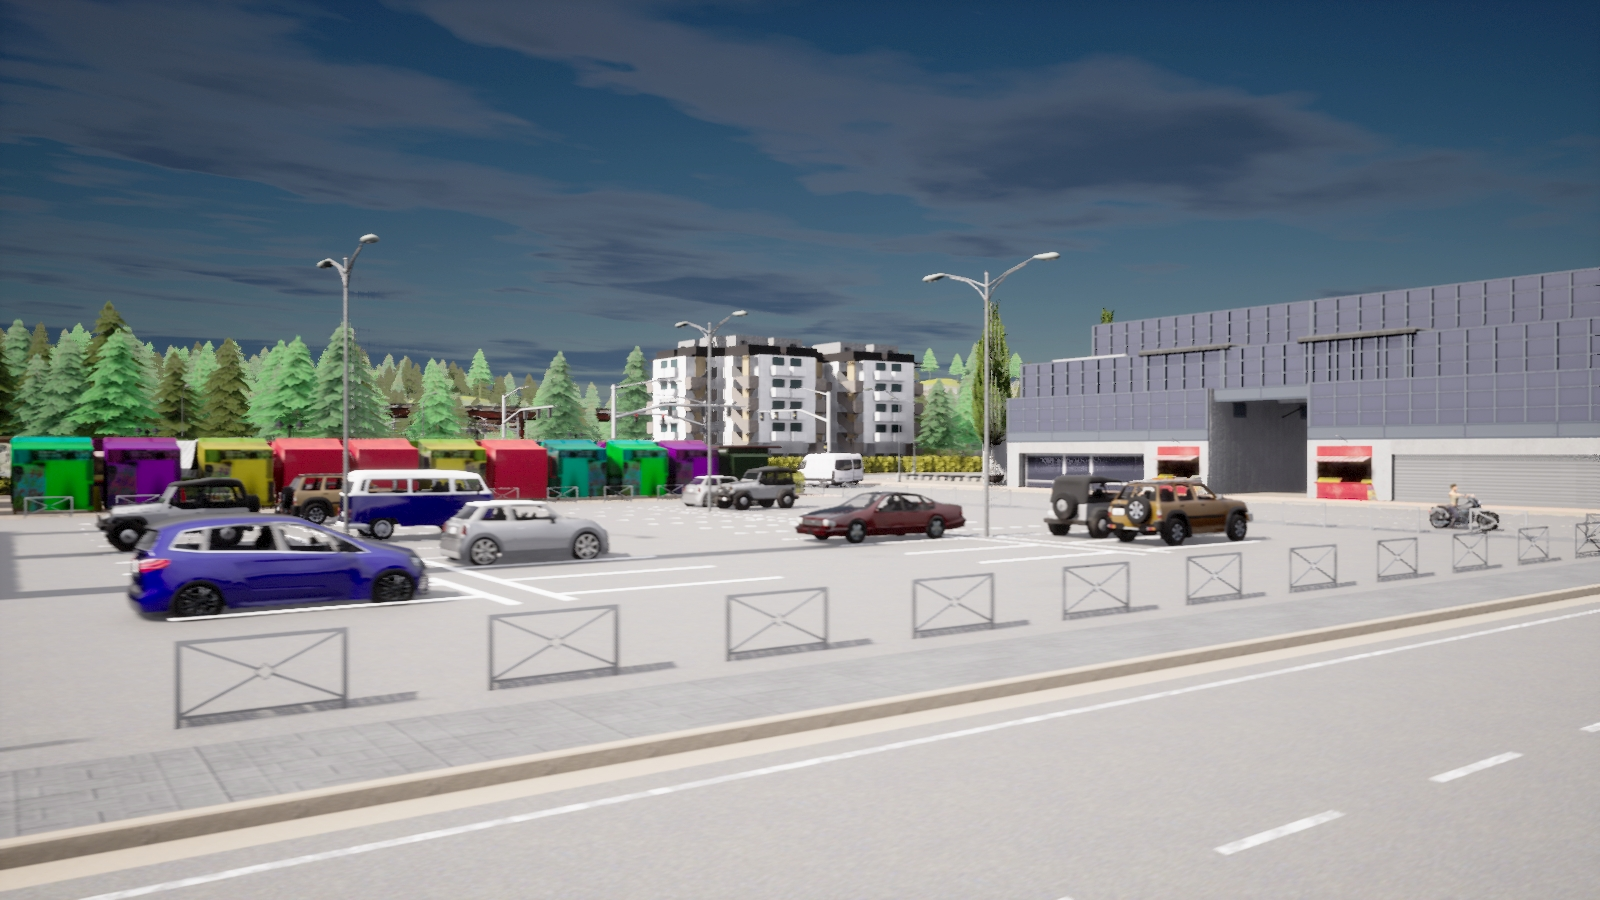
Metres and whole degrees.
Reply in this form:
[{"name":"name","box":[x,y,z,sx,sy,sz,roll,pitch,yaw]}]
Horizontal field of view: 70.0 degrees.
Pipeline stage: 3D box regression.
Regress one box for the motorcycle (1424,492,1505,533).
[{"name":"motorcycle","box":[23.308,2.161,40.100,0.764,1.307,2.356,0,0,-34]}]
